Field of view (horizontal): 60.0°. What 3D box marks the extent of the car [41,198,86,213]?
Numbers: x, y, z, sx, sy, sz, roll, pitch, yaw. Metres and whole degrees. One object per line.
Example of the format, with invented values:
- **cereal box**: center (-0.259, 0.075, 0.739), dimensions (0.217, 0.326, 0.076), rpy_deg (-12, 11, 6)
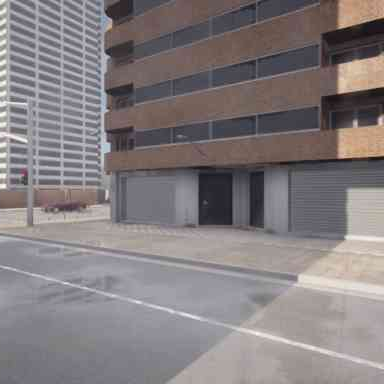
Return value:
- **car**: center (-14.151, 1.478, 36.930), dimensions (1.882, 1.535, 5.008), rpy_deg (0, 0, 35)
